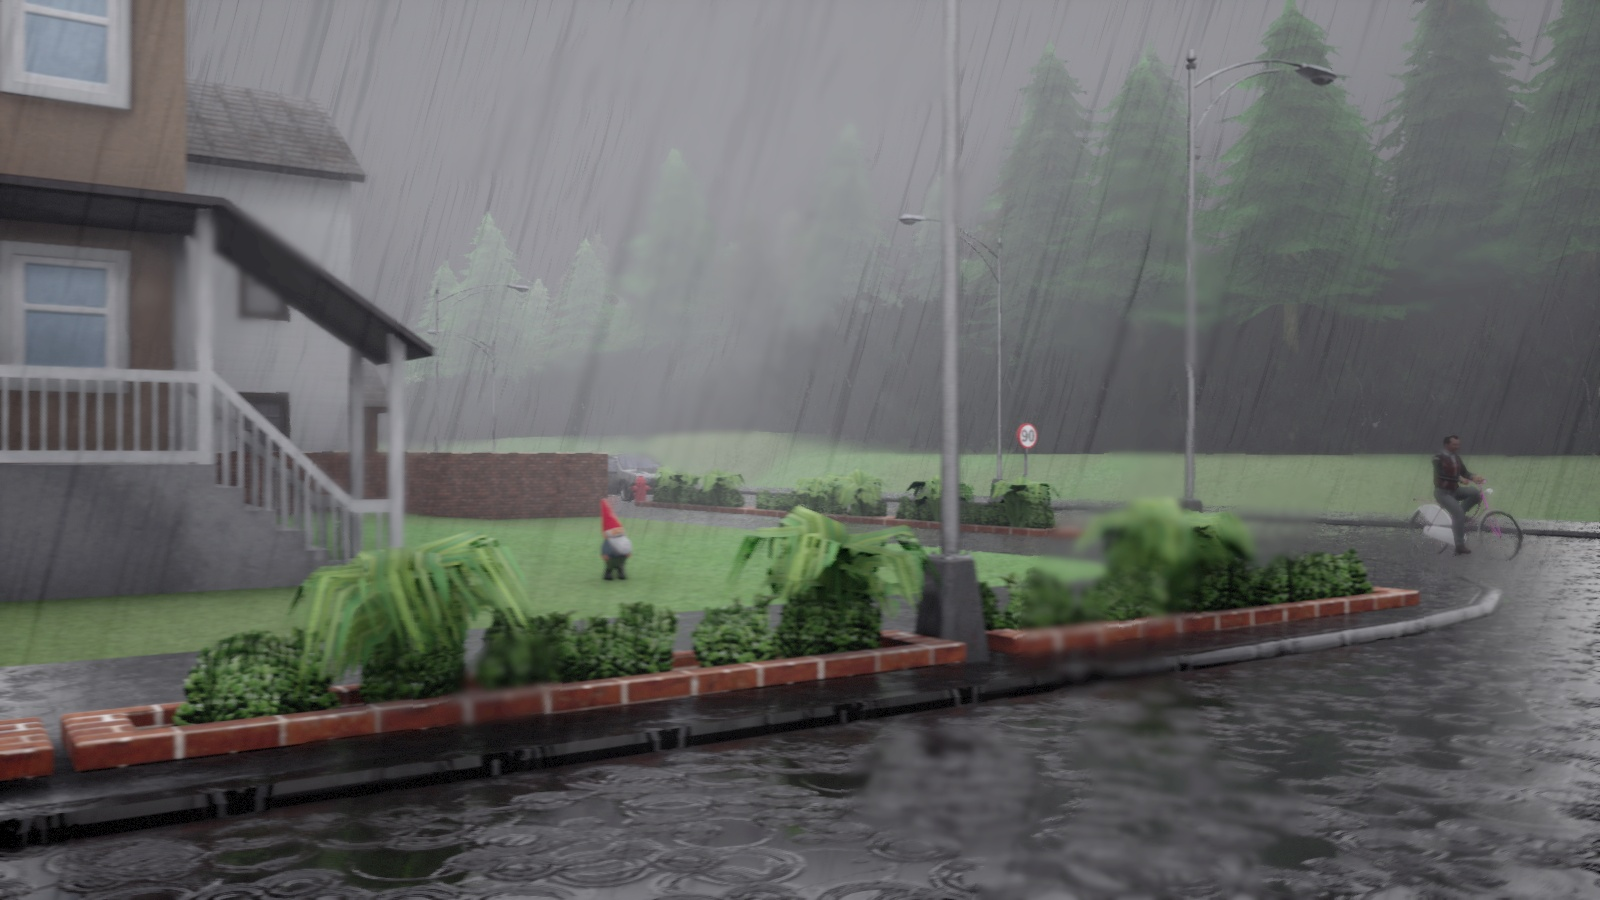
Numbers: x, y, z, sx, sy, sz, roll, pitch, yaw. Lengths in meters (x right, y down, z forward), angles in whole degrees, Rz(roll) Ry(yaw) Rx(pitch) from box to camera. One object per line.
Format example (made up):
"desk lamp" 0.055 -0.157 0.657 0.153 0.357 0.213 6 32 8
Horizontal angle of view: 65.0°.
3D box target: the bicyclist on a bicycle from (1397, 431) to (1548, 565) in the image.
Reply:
"bicyclist on a bicycle" 9.441 0.640 17.705 0.659 1.776 1.843 -2 0 -22

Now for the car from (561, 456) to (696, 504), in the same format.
"car" -5.527 0.902 39.926 2.033 1.411 5.357 0 0 -35
